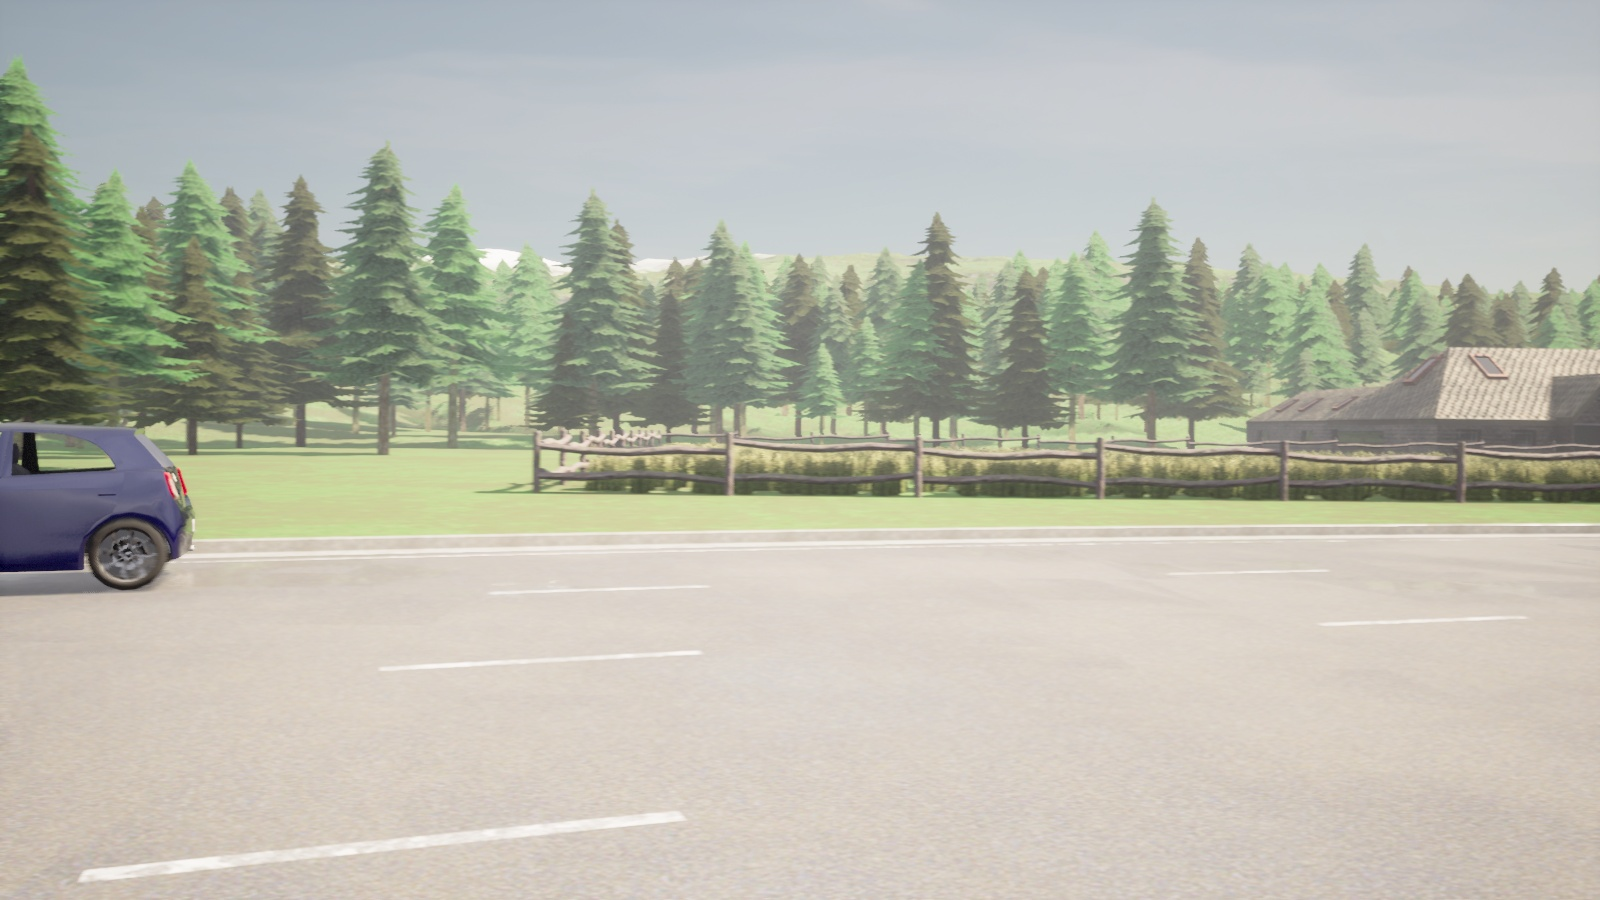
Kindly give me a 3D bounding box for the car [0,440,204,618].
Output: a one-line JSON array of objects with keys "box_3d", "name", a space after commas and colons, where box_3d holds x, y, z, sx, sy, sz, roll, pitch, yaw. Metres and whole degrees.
[{"box_3d": [-7.553, 0.693, 11.535, 3.633, 1.501, 1.845, -1, 1, -22], "name": "car"}]
